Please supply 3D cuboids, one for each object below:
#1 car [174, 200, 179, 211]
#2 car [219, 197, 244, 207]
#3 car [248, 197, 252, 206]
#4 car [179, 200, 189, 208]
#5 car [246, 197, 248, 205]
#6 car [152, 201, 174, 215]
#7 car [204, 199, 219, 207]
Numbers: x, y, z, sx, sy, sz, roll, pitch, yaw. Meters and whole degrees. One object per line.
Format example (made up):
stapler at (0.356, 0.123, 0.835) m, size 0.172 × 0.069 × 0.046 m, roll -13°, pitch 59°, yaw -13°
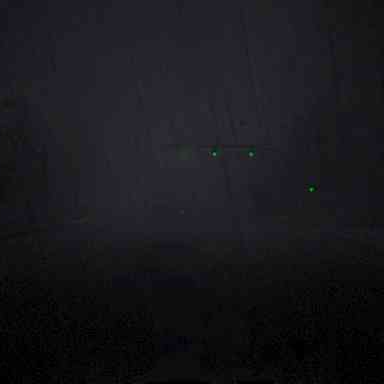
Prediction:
car at (-3.370, 2.079, 49.611) m, size 1.812 × 1.442 × 4.674 m, roll 0°, pitch -1°, yaw 2°
car at (8.082, 1.979, 67.719) m, size 2.150 × 2.045 × 5.566 m, roll 0°, pitch -1°, yaw 30°
car at (14.594, 2.073, 76.018) m, size 5.566 × 2.045 × 2.150 m, roll 1°, pitch -1°, yaw -43°
car at (-1.911, 2.191, 61.454) m, size 1.837 × 1.490 × 4.892 m, roll 0°, pitch -1°, yaw 15°
car at (10.116, 2.377, 76.434) m, size 1.812 × 1.442 × 4.674 m, roll -1°, pitch -1°, yaw 44°
car at (-3.582, 1.991, 39.738) m, size 2.033 × 1.411 × 5.357 m, roll 0°, pitch -1°, yaw 0°
car at (4.337, 2.114, 68.140) m, size 2.097 × 1.767 × 4.553 m, roll 0°, pitch -1°, yaw 30°
